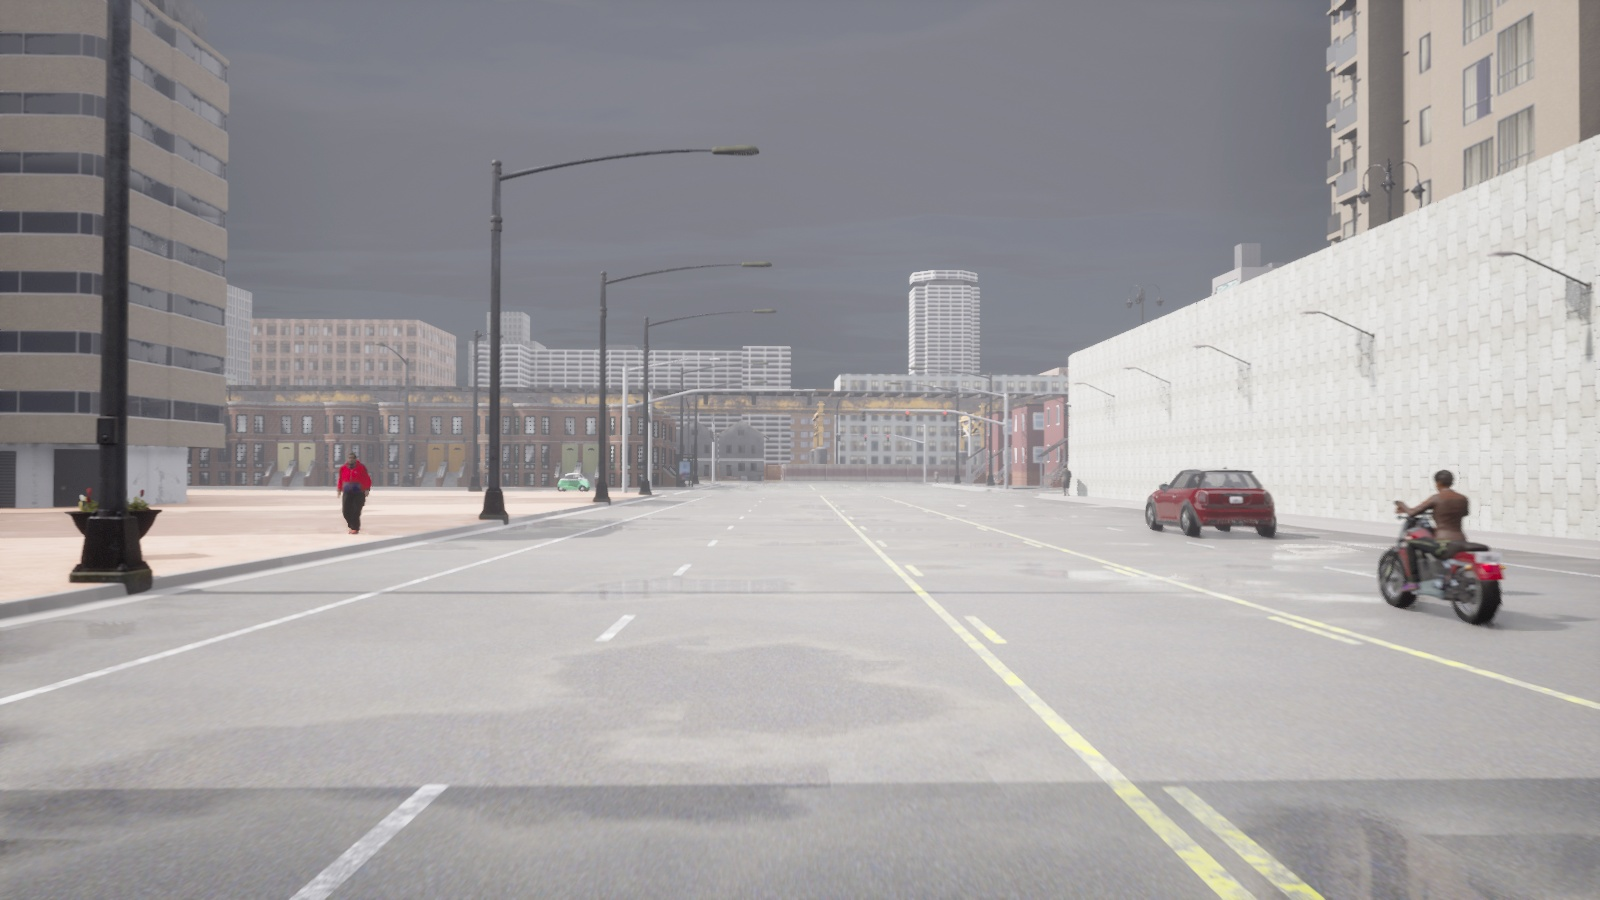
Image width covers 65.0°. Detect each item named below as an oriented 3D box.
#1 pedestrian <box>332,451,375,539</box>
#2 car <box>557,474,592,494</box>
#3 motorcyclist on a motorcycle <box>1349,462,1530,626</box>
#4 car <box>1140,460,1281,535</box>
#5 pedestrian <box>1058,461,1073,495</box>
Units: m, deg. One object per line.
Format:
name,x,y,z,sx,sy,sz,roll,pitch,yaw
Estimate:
pedestrian,-9.548,0.958,26.881,0.634,1.844,0.899,0,-1,-2
car,-15.851,2.413,88.425,2.207,1.376,1.481,-1,-1,0
motorcyclist on a motorcycle,6.946,0.968,13.814,0.766,1.649,2.350,0,-1,0
car,10.374,1.169,32.109,2.097,1.767,4.553,0,-1,0
pedestrian,15.501,1.633,73.257,0.659,1.952,0.873,0,-1,0
